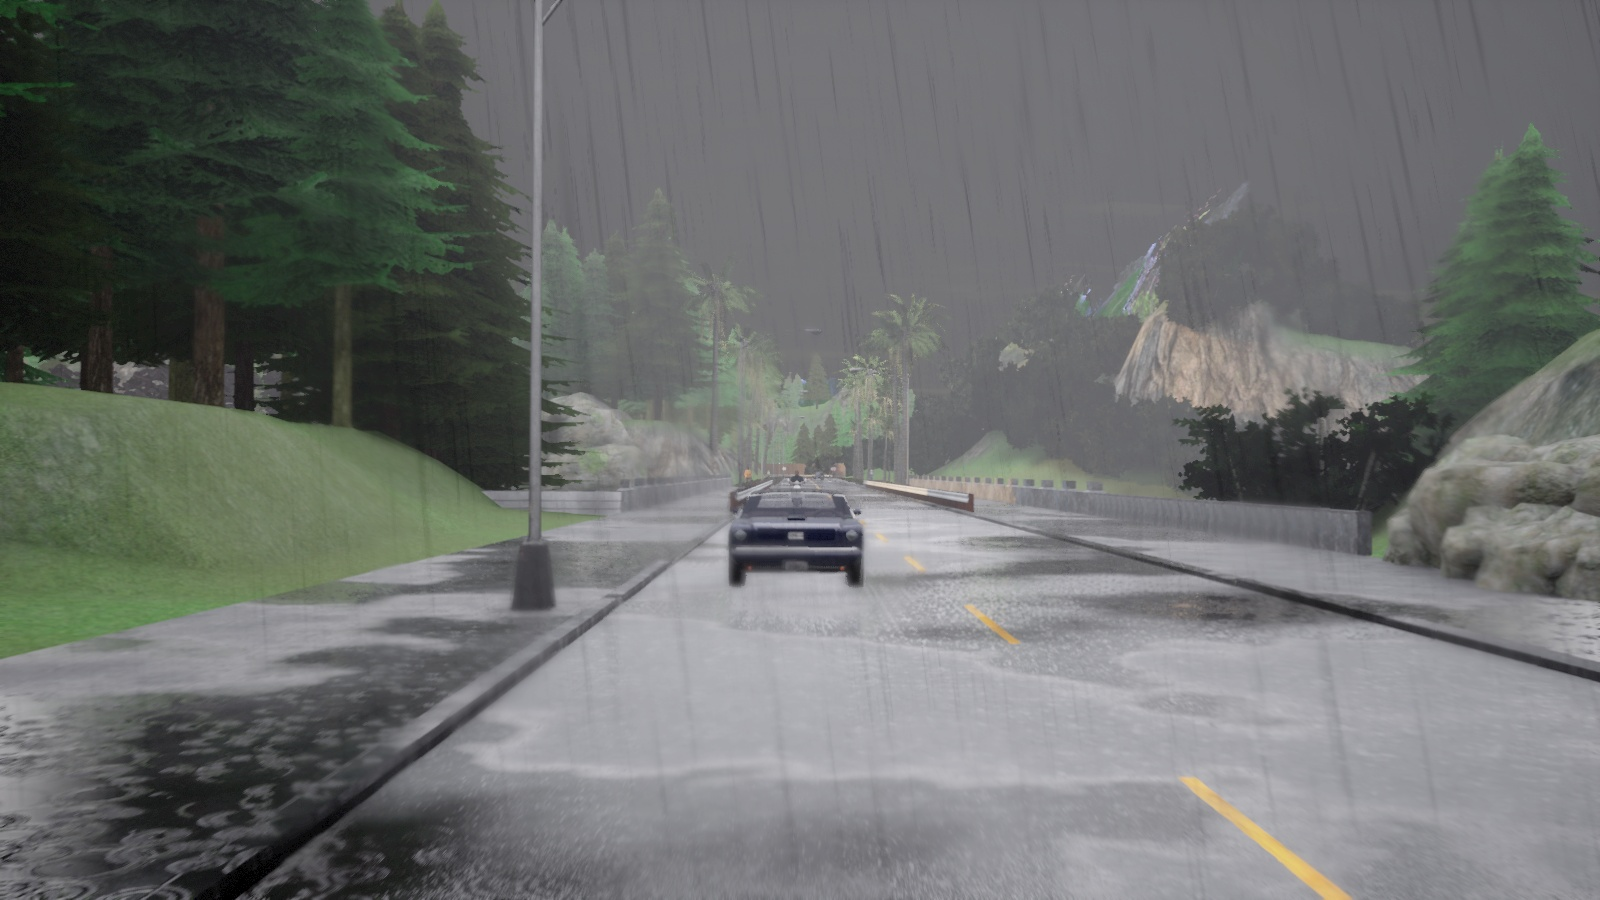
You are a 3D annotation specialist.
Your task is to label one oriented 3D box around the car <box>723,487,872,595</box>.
[{"bbox_3d":[-0.041,1.222,18.337,1.895,1.301,4.718,0,-1,0],"label":"car"}]
